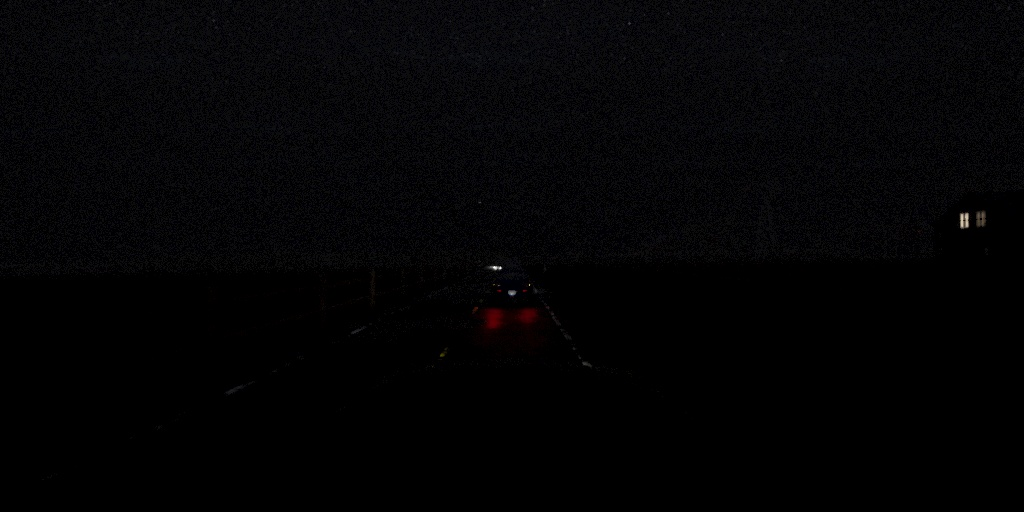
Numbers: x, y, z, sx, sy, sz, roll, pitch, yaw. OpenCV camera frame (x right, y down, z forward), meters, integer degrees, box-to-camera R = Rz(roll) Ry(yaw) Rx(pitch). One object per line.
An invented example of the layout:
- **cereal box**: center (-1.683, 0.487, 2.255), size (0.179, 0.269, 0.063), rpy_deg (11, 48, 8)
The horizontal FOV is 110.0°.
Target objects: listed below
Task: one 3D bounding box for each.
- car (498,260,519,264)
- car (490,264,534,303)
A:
- **car**: center (0.000, 1.290, 31.502), size (1.812, 1.442, 4.674), rpy_deg (0, 0, 0)
- **car**: center (0.000, 1.285, 16.501), size (1.812, 1.442, 4.674), rpy_deg (0, 0, 0)
